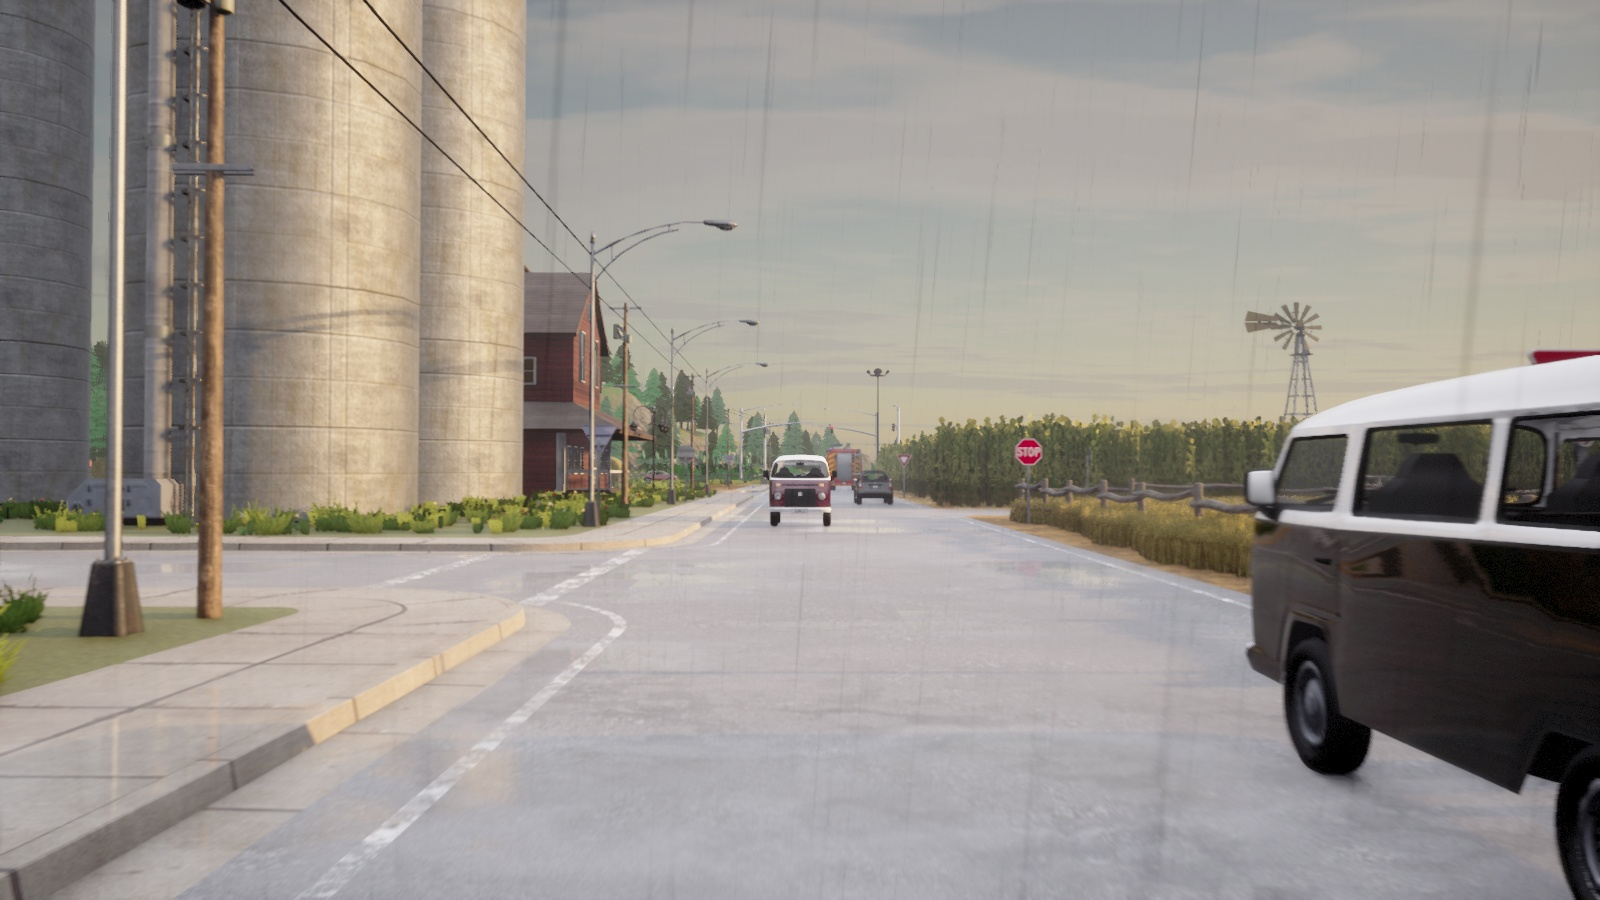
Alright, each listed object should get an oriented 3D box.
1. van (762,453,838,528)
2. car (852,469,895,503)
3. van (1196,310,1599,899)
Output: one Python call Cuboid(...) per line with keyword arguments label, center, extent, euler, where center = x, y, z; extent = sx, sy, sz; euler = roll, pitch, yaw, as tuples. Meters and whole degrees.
Cuboid(label="van", center=(0.038, 1.151, 36.732), extent=(2.069, 2.038, 4.480), euler=(0, -1, 1))
Cuboid(label="car", center=(3.531, 1.712, 60.645), extent=(1.851, 1.617, 3.988), euler=(0, -1, 0))
Cuboid(label="van", center=(3.489, 0.616, 5.505), extent=(2.069, 2.038, 4.480), euler=(0, -1, 0))
